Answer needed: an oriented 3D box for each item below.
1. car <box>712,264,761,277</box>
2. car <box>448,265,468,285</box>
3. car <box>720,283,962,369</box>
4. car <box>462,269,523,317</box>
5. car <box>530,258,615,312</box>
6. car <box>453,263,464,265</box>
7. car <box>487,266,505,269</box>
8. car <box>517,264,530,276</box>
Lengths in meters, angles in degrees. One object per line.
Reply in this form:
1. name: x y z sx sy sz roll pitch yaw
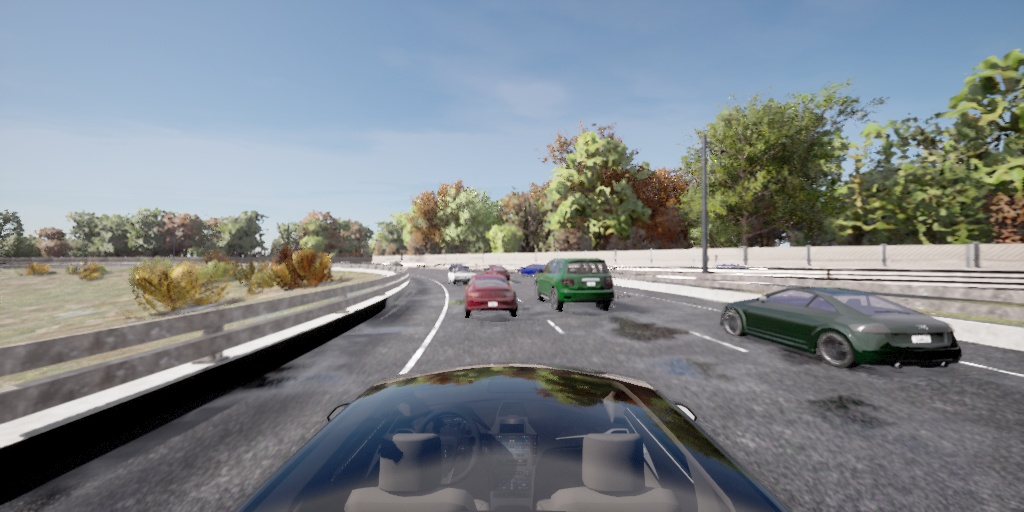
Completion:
1. car: 16.333 1.392 27.856 5.008 1.535 1.882 -1 -1 39
2. car: -4.253 1.676 30.057 1.895 1.301 4.718 0 -1 -16
3. car: 6.667 1.366 7.956 1.994 1.385 4.181 0 -1 -4
4. car: -0.896 1.412 13.823 1.812 1.442 4.674 0 -1 -7
5. car: 2.460 1.117 15.407 2.150 2.045 5.566 0 -1 -7
6. car: -8.769 1.868 58.009 1.994 1.385 4.181 0 -1 -33
7. car: -1.494 1.624 32.919 1.812 1.442 4.674 0 -1 -16
8. car: 2.600 1.631 41.908 1.812 1.442 4.674 0 -1 -42
